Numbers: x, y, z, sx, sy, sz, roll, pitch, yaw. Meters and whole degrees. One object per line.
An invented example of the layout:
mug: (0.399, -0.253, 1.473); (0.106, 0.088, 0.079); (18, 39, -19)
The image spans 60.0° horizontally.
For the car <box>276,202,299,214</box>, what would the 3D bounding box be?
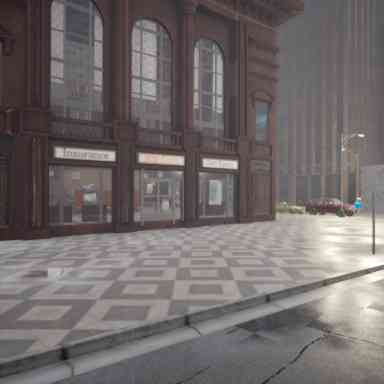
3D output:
car: (10.737, 1.797, 38.023); (1.752, 1.417, 4.829); (0, 0, -35)

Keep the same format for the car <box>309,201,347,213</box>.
car: (17.596, 1.896, 43.091); (1.802, 1.307, 4.206); (-1, 0, -35)

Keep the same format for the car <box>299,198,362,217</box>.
car: (13.884, 1.521, 33.570); (2.192, 1.841, 5.009); (0, 0, -35)
